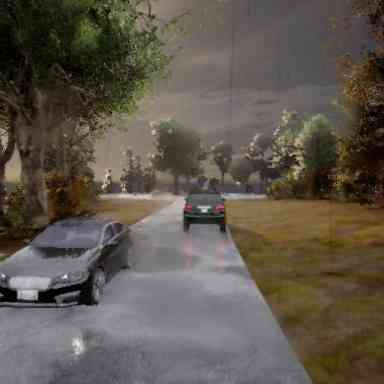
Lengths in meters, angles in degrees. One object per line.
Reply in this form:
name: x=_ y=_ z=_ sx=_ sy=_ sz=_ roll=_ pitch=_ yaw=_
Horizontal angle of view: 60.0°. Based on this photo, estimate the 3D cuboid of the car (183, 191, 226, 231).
car: x=0.715 y=0.939 z=18.456 sx=2.150 sy=2.045 sz=5.566 roll=0 pitch=1 yaw=3

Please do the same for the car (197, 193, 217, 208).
car: x=1.664 y=0.849 z=35.458 sx=1.994 sy=1.385 sz=4.181 roll=0 pitch=1 yaw=3

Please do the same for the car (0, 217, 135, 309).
car: x=-2.655 y=1.418 z=7.987 sx=2.128 sy=1.511 sz=4.902 roll=1 pitch=1 yaw=2
